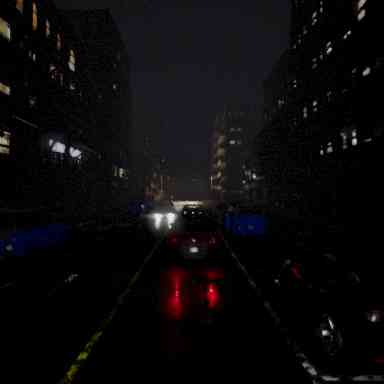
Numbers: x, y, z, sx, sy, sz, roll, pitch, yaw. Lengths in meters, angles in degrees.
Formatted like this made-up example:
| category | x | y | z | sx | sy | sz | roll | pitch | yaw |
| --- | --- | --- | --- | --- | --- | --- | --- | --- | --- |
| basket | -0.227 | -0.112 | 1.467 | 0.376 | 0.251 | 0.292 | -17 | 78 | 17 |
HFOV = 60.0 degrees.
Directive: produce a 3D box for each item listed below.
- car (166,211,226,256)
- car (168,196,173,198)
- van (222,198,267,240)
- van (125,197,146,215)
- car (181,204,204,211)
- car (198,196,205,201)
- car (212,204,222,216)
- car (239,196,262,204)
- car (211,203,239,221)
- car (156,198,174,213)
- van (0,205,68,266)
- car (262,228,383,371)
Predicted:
| category | x | y | z | sx | sy | sz | roll | pitch | yaw |
| --- | --- | --- | --- | --- | --- | --- | --- | --- | --- |
| car | 0.080 | 1.632 | 13.250 | 1.895 | 1.301 | 4.718 | 0 | 0 | 0 |
| car | -5.703 | 1.860 | 89.073 | 1.947 | 1.339 | 4.313 | 0 | 0 | 0 |
| van | 2.693 | 1.382 | 17.041 | 1.690 | 1.788 | 3.998 | 0 | 0 | 0 |
| van | -5.691 | 1.429 | 34.024 | 1.690 | 1.788 | 3.998 | 0 | 0 | 0 |
| car | 0.078 | 1.672 | 28.293 | 1.895 | 1.301 | 4.718 | 0 | 0 | 0 |
| car | 2.676 | 1.865 | 94.705 | 1.887 | 1.381 | 4.507 | 0 | 0 | 0 |
| car | 2.691 | 1.622 | 22.702 | 1.947 | 1.339 | 4.313 | 0 | 0 | 0 |
| car | 13.453 | 1.840 | 76.755 | 5.009 | 1.841 | 2.192 | 1 | -1 | -1 |
| car | 2.689 | 1.638 | 28.365 | 1.947 | 1.339 | 4.313 | 0 | 0 | 0 |
| car | -3.103 | 1.704 | 39.076 | 1.895 | 1.301 | 4.718 | 0 | 0 | 0 |
| van | -5.686 | 1.367 | 11.377 | 1.690 | 1.788 | 3.998 | 0 | 0 | 0 |
| car | 2.694 | 1.579 | 5.715 | 1.947 | 1.339 | 4.313 | 0 | 0 | 0 |
